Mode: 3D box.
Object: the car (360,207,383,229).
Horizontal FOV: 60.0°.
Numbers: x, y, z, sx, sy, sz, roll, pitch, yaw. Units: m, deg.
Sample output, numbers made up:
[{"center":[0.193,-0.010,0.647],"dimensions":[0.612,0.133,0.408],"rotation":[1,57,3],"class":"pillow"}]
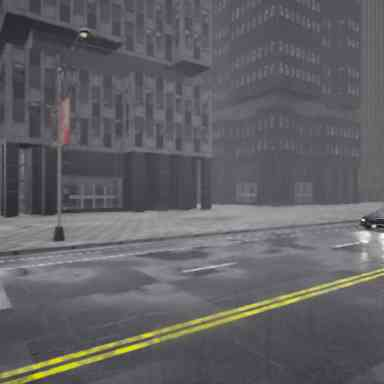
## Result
[{"center":[12.522,1.554,20.422],"dimensions":[5.357,1.411,2.033],"rotation":[0,0,-35],"class":"car"}]
